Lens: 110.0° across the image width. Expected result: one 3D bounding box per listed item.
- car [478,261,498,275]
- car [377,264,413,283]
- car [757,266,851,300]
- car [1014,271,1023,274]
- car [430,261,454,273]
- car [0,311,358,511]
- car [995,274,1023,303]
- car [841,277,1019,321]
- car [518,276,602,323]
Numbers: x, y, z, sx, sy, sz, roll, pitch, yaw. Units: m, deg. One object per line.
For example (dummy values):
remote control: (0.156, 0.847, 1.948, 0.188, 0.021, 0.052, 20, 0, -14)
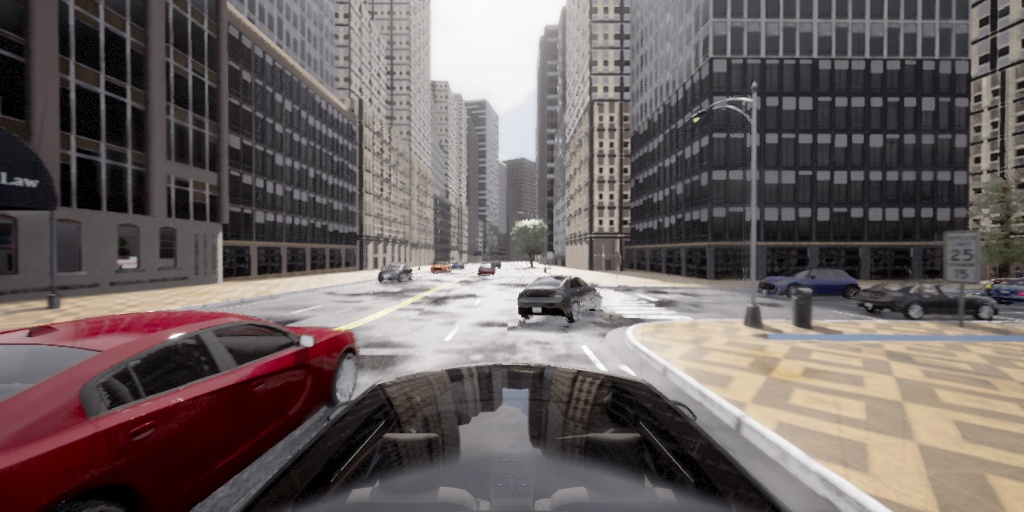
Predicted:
car: (-3.150, 1.643, 45.248, 1.994, 1.385, 4.181, 0, 0, 0)
car: (-9.847, 1.459, 30.539, 2.128, 1.511, 4.902, 0, 0, 0)
car: (16.189, 1.423, 19.759, 4.553, 1.767, 2.097, 1, 0, -1)
car: (32.743, 1.654, 22.564, 4.097, 1.591, 1.967, 0, 0, -1)
car: (-9.820, 1.462, 49.495, 2.097, 1.767, 4.553, 0, 0, 0)
car: (-3.150, 1.239, 3.223, 1.882, 1.535, 5.008, 0, 0, 0)
car: (25.315, 1.737, 16.647, 5.357, 1.411, 2.033, 1, 1, -1)
car: (15.914, 1.669, 13.846, 4.403, 1.370, 2.007, 0, 0, -1)
car: (1.891, 1.466, 13.303, 1.837, 1.490, 4.892, -3, -2, 27)
